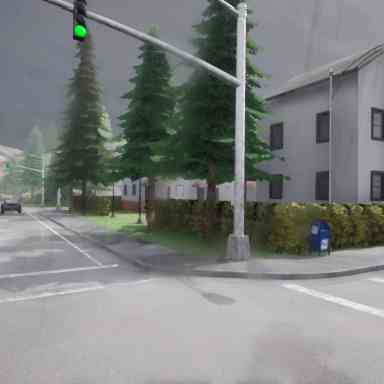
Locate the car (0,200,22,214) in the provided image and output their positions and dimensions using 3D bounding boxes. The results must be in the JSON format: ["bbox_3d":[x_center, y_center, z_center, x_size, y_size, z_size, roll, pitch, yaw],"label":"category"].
[{"bbox_3d":[-20.474,1.658,37.694,1.837,1.490,4.892,1,-1,-32],"label":"car"}]
